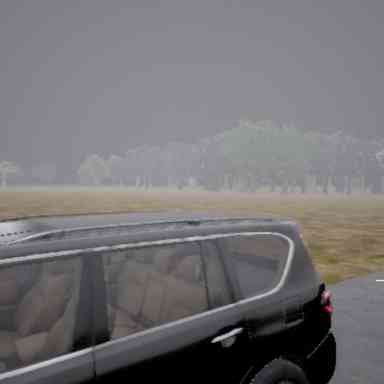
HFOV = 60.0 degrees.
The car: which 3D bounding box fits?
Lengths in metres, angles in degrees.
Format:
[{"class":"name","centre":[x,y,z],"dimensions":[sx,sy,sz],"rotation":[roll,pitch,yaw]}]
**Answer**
[{"class":"car","centre":[-1.182,1.223,2.537],"dimensions":[5.566,2.045,2.150],"rotation":[0,0,-36]}]
